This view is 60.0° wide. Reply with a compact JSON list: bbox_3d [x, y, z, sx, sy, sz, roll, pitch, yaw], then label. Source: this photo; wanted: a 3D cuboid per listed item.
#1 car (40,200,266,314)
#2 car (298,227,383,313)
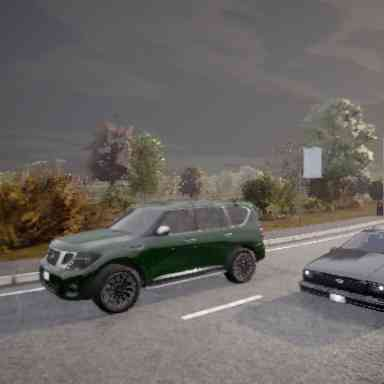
[{"bbox_3d":[-0.590,1.243,8.045,5.566,2.045,2.150,0,0,-38],"label":"car"},{"bbox_3d":[4.746,1.565,7.790,5.357,1.411,2.033,0,0,-39],"label":"car"}]
